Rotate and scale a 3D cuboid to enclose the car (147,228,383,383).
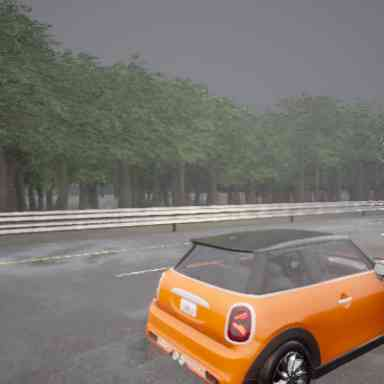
[{"bbox_3d":[1.687,1.349,5.073,4.553,1.767,2.097,0,0,-36],"label":"car"}]
